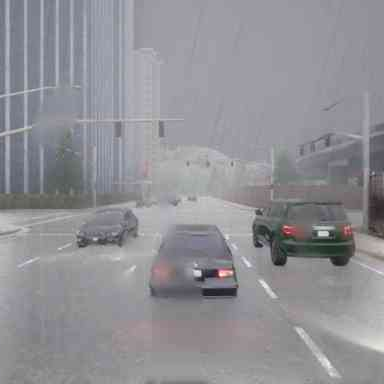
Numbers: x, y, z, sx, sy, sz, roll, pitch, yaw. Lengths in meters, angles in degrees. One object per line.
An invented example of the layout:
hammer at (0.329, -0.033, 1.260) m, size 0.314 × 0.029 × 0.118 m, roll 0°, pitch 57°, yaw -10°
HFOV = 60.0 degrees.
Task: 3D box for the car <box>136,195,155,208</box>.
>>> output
car at (-7.067, 1.504, 48.902) m, size 1.837 × 1.490 × 4.892 m, roll 0°, pitch 0°, yaw 0°

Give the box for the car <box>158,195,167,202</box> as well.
car at (-6.961, 1.515, 78.269) m, size 1.812 × 1.442 × 4.674 m, roll 0°, pitch 0°, yaw 0°

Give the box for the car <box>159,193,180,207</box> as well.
car at (-3.561, 1.221, 52.829) m, size 2.150 × 2.045 × 5.566 m, roll 0°, pitch 0°, yaw 0°

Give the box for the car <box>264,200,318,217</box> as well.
car at (9.517, 1.571, 32.230) m, size 4.674 × 1.442 × 1.812 m, roll 1°, pitch 0°, yaw 0°

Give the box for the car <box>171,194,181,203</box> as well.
car at (-3.464, 1.355, 72.558) m, size 2.097 × 1.767 × 4.553 m, roll 0°, pitch 0°, yaw 0°

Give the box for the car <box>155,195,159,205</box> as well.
car at (-7.050, 1.352, 58.094) m, size 2.097 × 1.767 × 4.553 m, roll 0°, pitch 0°, yaw 0°

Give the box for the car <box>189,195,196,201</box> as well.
car at (0.045, 1.499, 88.905) m, size 1.837 × 1.490 × 4.892 m, roll 0°, pitch 0°, yaw 0°

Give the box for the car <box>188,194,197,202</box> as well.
car at (0.039, 1.355, 78.660) m, size 2.097 × 1.767 × 4.553 m, roll 0°, pitch 0°, yaw 0°

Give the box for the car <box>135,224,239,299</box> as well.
car at (0.059, 1.547, 8.642) m, size 2.033 × 1.411 × 5.357 m, roll 0°, pitch 0°, yaw 1°

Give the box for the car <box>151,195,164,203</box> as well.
car at (-6.979, 1.491, 68.031) m, size 2.128 × 1.511 × 4.902 m, roll 0°, pitch 0°, yaw 0°

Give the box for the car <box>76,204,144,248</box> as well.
car at (-3.569, 1.503, 14.790) m, size 1.837 × 1.490 × 4.892 m, roll -1°, pitch 0°, yaw 1°

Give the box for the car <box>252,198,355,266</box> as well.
car at (3.577, 1.221, 11.674) m, size 2.150 × 2.045 × 5.566 m, roll 0°, pitch 0°, yaw 1°
